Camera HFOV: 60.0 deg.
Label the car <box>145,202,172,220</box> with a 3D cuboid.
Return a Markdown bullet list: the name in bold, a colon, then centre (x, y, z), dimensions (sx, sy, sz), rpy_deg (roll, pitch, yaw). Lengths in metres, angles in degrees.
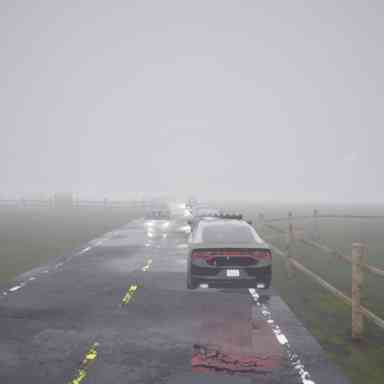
- **car**: centre (-2.743, 1.561, 27.779), dimensions (1.994, 1.385, 4.181), rpy_deg (0, 0, 0)

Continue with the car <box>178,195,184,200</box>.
- **car**: centre (-2.729, 1.517, 90.687), dimensions (2.033, 1.411, 5.357), rpy_deg (0, 0, 0)

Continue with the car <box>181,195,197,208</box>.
- **car**: centre (0.038, 1.540, 45.720), dimensions (2.033, 1.411, 5.357), rpy_deg (0, 0, 1)

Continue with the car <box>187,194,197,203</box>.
- **car**: centre (0.016, 1.336, 66.887), dimensions (2.097, 1.767, 4.553), rpy_deg (0, 0, 0)

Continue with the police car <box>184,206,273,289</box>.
- **police car**: centre (0.826, 1.424, 9.277), dimensions (1.930, 1.638, 5.238), rpy_deg (0, 0, 0)

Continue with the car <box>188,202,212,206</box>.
- **car**: centre (0.828, 1.523, 19.167), dimensions (1.812, 1.442, 4.674), rpy_deg (0, 0, 0)

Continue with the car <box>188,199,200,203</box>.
- **car**: centre (0.830, 1.522, 25.167), dimensions (1.812, 1.442, 4.674), rpy_deg (0, 0, 0)
